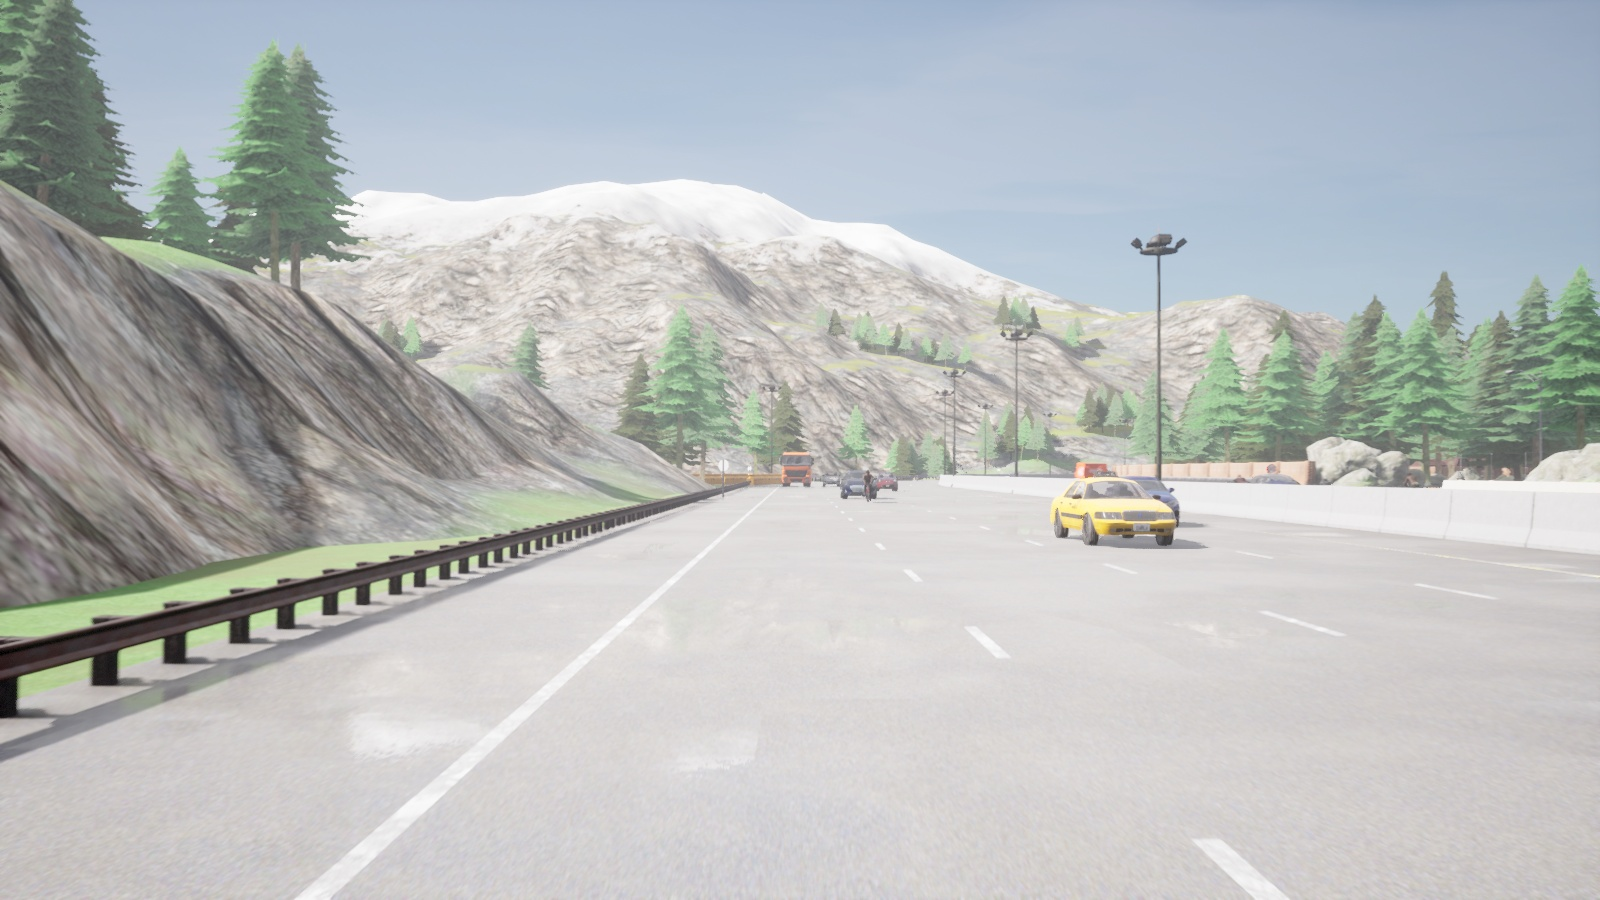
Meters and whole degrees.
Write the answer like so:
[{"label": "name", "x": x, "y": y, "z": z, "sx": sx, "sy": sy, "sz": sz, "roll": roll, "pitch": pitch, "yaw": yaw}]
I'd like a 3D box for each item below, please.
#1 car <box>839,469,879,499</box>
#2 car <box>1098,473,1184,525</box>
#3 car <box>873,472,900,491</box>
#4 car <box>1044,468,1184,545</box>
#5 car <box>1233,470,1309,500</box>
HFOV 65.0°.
[{"label": "car", "x": 3.327, "y": 1.929, "z": 71.503, "sx": 2.033, "sy": 1.649, "sz": 4.856, "roll": 0, "pitch": -1, "yaw": 0}, {"label": "car", "x": 10.214, "y": 1.435, "z": 37.935, "sx": 1.812, "sy": 1.442, "sz": 4.674, "roll": 0, "pitch": -1, "yaw": 6}, {"label": "car", "x": 6.763, "y": 2.447, "z": 98.297, "sx": 1.845, "sy": 1.501, "sz": 3.633, "roll": 0, "pitch": -1, "yaw": 0}, {"label": "car", "x": 6.931, "y": 1.200, "z": 28.308, "sx": 1.801, "sy": 1.575, "sz": 5.366, "roll": 0, "pitch": -1, "yaw": 0}, {"label": "car", "x": 24.343, "y": 1.807, "z": 65.105, "sx": 2.163, "sy": 1.488, "sz": 4.792, "roll": 0, "pitch": -1, "yaw": 0}]
